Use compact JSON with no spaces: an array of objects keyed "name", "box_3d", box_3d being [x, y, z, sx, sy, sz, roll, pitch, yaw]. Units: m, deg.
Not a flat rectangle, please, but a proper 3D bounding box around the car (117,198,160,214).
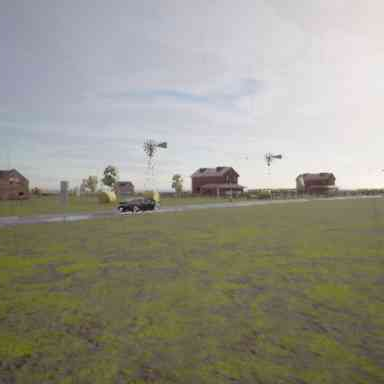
[{"name":"car","box_3d":[-5.323,1.343,33.850,1.837,1.490,4.892,0,1,37]}]
